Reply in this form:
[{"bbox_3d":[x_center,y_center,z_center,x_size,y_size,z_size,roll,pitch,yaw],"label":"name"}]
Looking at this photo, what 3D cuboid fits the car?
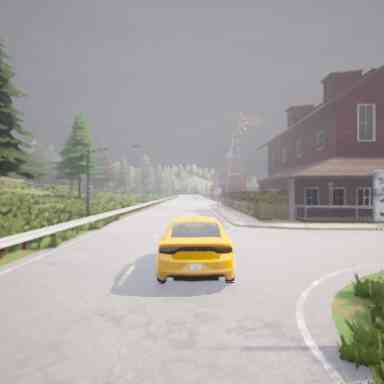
[{"bbox_3d":[0.086,1.428,9.635,1.882,1.535,5.008,0,1,0],"label":"car"}]
